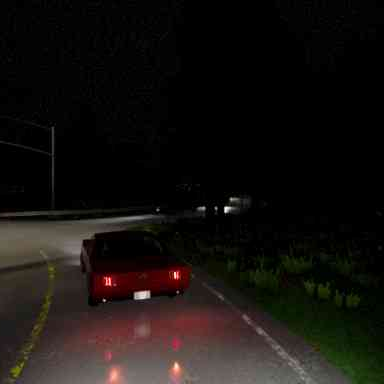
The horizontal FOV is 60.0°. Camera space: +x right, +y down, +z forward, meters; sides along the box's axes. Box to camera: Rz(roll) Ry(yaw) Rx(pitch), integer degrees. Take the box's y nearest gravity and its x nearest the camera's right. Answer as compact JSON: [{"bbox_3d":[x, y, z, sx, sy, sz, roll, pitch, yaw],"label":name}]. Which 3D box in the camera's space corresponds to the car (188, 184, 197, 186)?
[{"bbox_3d":[0.065,-1.820,70.112,2.128,1.511,4.902,0,5,-1],"label":"car"}]

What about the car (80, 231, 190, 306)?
[{"bbox_3d":[-1.688,1.601,8.167,1.895,1.301,4.718,0,0,-21],"label":"car"}]

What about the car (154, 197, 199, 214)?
[{"bbox_3d":[-1.425,1.268,31.692,2.128,1.511,4.902,0,2,43],"label":"car"}]

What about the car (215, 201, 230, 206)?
[{"bbox_3d":[3.446,0.737,39.966,1.837,1.490,4.892,0,4,13],"label":"car"}]
